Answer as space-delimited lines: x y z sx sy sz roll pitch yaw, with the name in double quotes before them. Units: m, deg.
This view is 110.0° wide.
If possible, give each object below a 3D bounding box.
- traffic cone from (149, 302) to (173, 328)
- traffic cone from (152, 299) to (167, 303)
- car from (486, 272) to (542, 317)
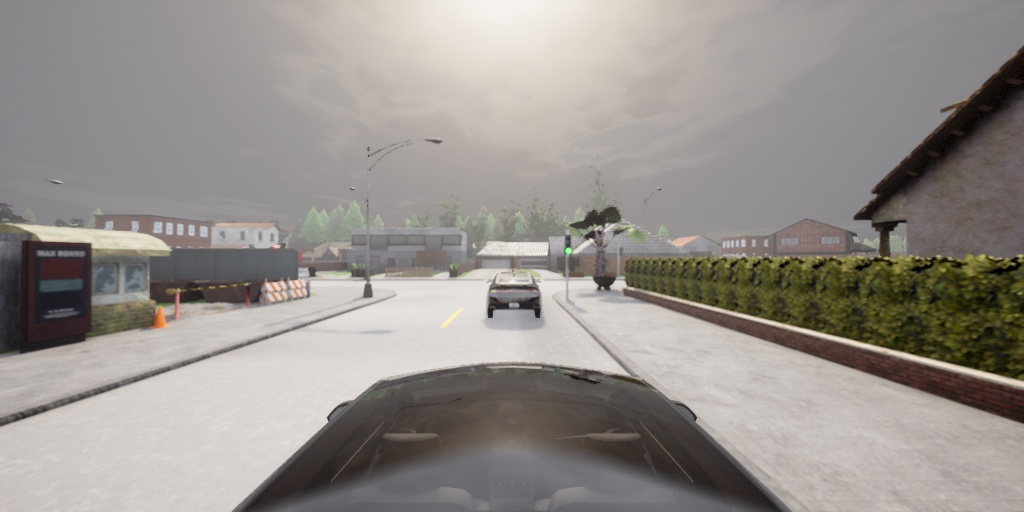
"traffic cone" -9.673 1.661 9.849 0.344 0.586 0.344 0 0 0
"traffic cone" -10.393 1.636 10.370 0.344 0.586 0.344 0 0 0
"car" 0.073 1.334 13.576 2.128 1.511 4.902 0 0 0
